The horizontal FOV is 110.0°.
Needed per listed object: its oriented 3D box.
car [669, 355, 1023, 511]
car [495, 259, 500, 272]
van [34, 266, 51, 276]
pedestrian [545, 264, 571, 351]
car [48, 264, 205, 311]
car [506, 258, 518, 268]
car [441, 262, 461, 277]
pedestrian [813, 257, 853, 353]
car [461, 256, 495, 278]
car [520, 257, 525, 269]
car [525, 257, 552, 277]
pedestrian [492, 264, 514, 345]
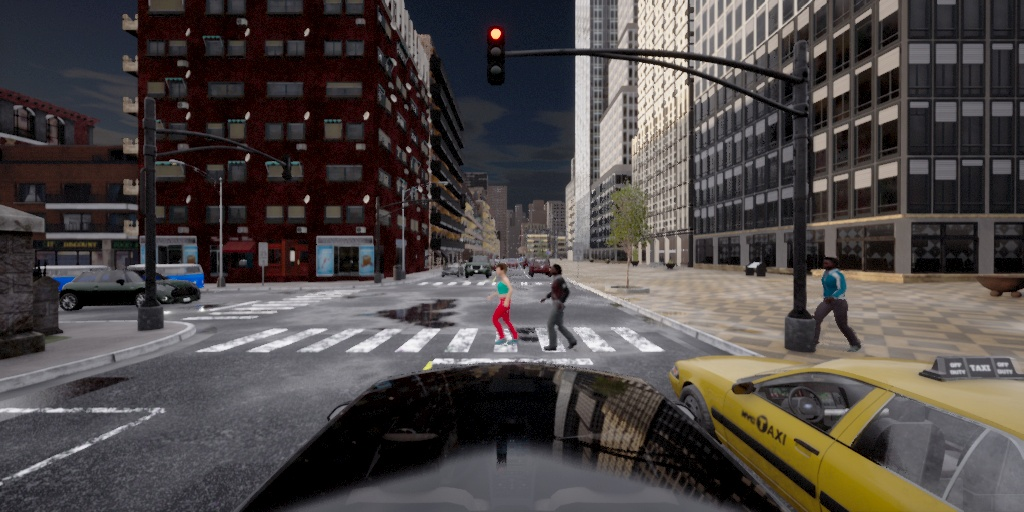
[{"bbox_3d":[2.689,1.275,2.353,1.751,1.417,4.829,0,0,0],"label":"car"},{"bbox_3d":[-3.070,1.111,46.940,2.097,1.767,4.553,0,0,0],"label":"car"},{"bbox_3d":[-26.297,1.476,21.317,3.998,1.789,1.690,0,0,0],"label":"van"},{"bbox_3d":[0.965,1.048,7.530,0.375,1.860,0.375,0,0,0],"label":"pedestrian"},{"bbox_3d":[-16.430,1.349,15.613,4.553,1.767,2.097,-1,0,-1],"label":"car"},{"bbox_3d":[0.024,1.344,63.790,1.994,1.385,4.181,0,0,0],"label":"car"},{"bbox_3d":[-5.678,1.302,34.599,2.007,1.370,4.403,0,0,0],"label":"car"},{"bbox_3d":[6.097,0.890,6.850,0.375,1.860,0.375,0,0,0],"label":"pedestrian"},{"bbox_3d":[-3.072,0.973,33.656,2.150,2.045,5.566,0,0,0],"label":"car"},{"bbox_3d":[2.711,1.086,56.701,2.192,1.841,5.009,0,0,0],"label":"car"},{"bbox_3d":[2.702,1.066,34.596,2.192,1.841,5.009,0,0,0],"label":"car"},{"bbox_3d":[-0.192,1.057,8.065,0.375,1.860,0.375,0,0,0],"label":"pedestrian"}]
